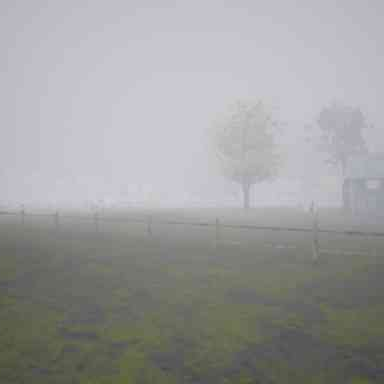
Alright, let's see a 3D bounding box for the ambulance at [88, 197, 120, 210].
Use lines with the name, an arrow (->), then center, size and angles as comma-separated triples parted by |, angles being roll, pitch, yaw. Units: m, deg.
ambulance -> -16.855, 2.209, 63.722 | 2.351, 2.431, 6.366 | -2, -2, 36
